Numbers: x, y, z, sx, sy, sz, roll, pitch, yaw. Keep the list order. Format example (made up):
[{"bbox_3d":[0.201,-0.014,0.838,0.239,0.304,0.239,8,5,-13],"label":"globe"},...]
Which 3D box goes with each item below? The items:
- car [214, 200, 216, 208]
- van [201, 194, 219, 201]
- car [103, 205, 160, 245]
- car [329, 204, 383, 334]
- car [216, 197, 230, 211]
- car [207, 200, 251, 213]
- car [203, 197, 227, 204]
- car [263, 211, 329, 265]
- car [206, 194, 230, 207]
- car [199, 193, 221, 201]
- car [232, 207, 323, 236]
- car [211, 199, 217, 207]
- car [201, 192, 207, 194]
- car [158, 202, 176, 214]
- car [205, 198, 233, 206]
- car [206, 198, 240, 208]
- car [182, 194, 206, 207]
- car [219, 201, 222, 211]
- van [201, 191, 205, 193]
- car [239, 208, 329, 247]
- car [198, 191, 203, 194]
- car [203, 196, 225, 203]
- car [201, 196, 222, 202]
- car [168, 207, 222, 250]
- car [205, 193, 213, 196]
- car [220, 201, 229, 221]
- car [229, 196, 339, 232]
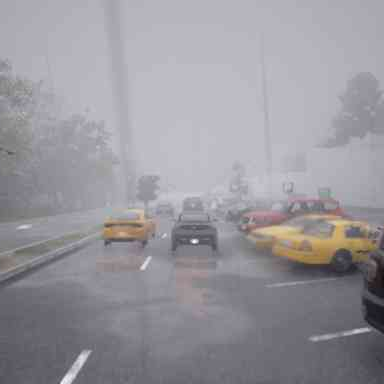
[{"bbox_3d":[5.069,1.855,34.731,4.674,1.452,2.002,1,0,-20],"label":"car"},{"bbox_3d":[4.955,1.458,91.645,4.442,1.987,1.878,1,1,-20],"label":"van"},{"bbox_3d":[-2.903,1.613,16.254,1.882,1.535,5.008,0,-1,0],"label":"car"},{"bbox_3d":[5.097,1.268,4.745,5.566,2.045,2.435,1,-1,-20],"label":"car"},{"bbox_3d":[5.099,1.662,31.744,4.553,1.767,2.185,1,0,-20],"label":"car"},{"bbox_3d":[4.894,1.853,43.683,5.366,1.575,1.946,1,0,-20],"label":"car"},{"bbox_3d":[5.037,1.798,73.760,4.792,1.488,2.163,1,1,-20],"label":"car"},{"bbox_3d":[5.242,1.569,10.795,5.366,1.575,1.946,1,-1,-20],"label":"car"},{"bbox_3d":[5.094,1.597,40.757,5.566,2.045,2.435,1,0,-20],"label":"car"},{"bbox_3d":[5.089,1.419,94.689,5.566,2.045,2.435,1,0,-20],"label":"car"},{"bbox_3d":[5.042,1.688,19.715,4.792,1.488,2.163,1,0,-20],"label":"car"},{"bbox_3d":[5.092,1.862,37.756,4.792,1.488,2.163,1,-1,-20],"label":"car"},{"bbox_3d":[5.034,1.615,79.750,4.553,1.767,2.185,1,0,-20],"label":"car"},{"bbox_3d":[-2.905,1.831,36.812,2.128,1.511,4.902,0,0,0],"label":"car"},{"bbox_3d":[5.038,1.855,61.754,4.792,1.488,2.163,1,1,-20],"label":"car"},{"bbox_3d":[5.236,1.850,55.830,5.366,1.575,1.946,1,0,-20],"label":"car"},{"bbox_3d":[0.096,1.556,36.022,2.150,2.045,5.566,0,0,0],"label":"car"},{"bbox_3d":[5.069,1.798,28.732,4.674,1.452,2.002,1,0,-20],"label":"car"},{"bbox_3d":[5.173,1.502,82.784,4.442,1.987,1.878,1,0,-20],"label":"van"},{"bbox_3d":[4.894,1.590,13.661,5.366,1.575,1.946,1,0,-20],"label":"car"},{"bbox_3d":[5.039,1.447,88.692,5.566,2.045,2.435,1,1,-20],"label":"car"},{"bbox_3d":[5.057,1.795,76.778,4.674,1.452,2.002,1,0,-20],"label":"car"},{"bbox_3d":[5.055,1.714,85.725,4.892,1.521,2.231,1,0,-20],"label":"car"},{"bbox_3d":[0.097,1.626,14.917,1.837,1.490,4.892,0,-1,0],"label":"car"},{"bbox_3d":[5.042,1.615,49.737,5.566,2.045,2.435,1,0,-20],"label":"car"},{"bbox_3d":[5.060,1.727,25.732,5.008,1.535,2.097,1,-1,-20],"label":"car"},{"bbox_3d":[5.047,1.375,16.715,5.566,2.045,2.435,1,0,-20],"label":"car"}]
